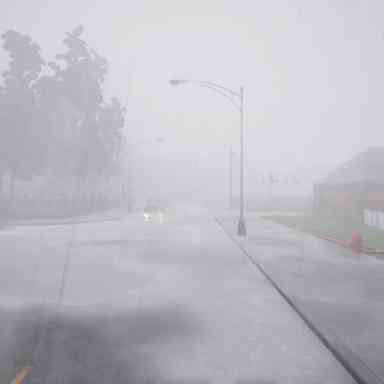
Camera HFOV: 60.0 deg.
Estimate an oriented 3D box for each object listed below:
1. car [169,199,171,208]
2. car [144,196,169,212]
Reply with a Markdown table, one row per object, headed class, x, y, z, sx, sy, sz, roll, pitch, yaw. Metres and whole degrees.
| class | x | y | z | sx | sy | sz | roll | pitch | yaw |
| --- | --- | --- | --- | --- | --- | --- | --- | --- | --- |
| car | -4.185 | 1.352 | 48.161 | 2.097 | 1.767 | 4.553 | 0 | 0 | 0 |
| car | -4.183 | 1.352 | 37.909 | 2.097 | 1.767 | 4.553 | 0 | 0 | 0 |
